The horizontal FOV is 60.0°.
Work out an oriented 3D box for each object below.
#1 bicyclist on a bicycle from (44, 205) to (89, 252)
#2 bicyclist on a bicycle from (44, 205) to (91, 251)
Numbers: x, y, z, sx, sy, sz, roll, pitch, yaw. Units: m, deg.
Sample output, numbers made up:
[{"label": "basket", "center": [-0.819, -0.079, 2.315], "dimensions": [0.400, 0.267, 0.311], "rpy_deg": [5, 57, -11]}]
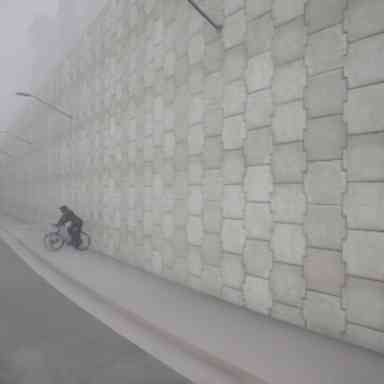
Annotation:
[{"label": "bicyclist on a bicycle", "center": [-4.712, 1.321, 12.584], "dimensions": [0.582, 1.620, 1.656], "rpy_deg": [-1, -1, 26]}, {"label": "bicyclist on a bicycle", "center": [-4.498, 1.333, 12.013], "dimensions": [1.656, 1.620, 0.582], "rpy_deg": [0, -1, -6]}]
